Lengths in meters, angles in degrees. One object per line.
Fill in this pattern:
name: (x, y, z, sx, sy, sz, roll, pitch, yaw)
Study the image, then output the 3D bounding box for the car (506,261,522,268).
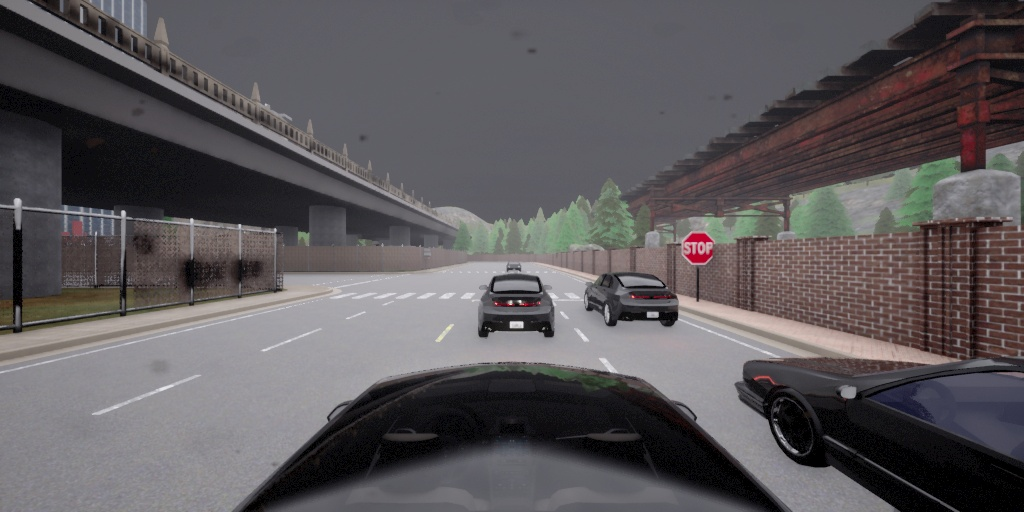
car: (0.226, 1.351, 46.164, 1.895, 1.301, 4.718, 0, 0, -1)

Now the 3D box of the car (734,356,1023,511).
car: (3.600, 1.297, 1.839, 2.033, 1.411, 5.357, 0, 0, 0)

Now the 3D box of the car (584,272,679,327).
car: (3.609, 1.255, 11.586, 1.837, 1.490, 4.892, 0, 0, 0)

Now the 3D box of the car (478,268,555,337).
car: (0.106, 1.255, 10.229, 1.837, 1.490, 4.892, 0, 0, 0)
